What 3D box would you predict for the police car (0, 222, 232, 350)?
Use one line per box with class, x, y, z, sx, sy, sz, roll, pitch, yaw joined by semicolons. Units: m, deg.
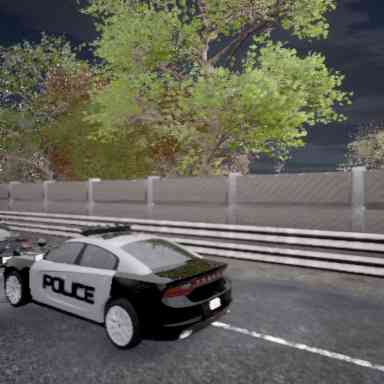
police car;-1.761;1.452;6.433;5.238;1.638;1.930;0;0;36
